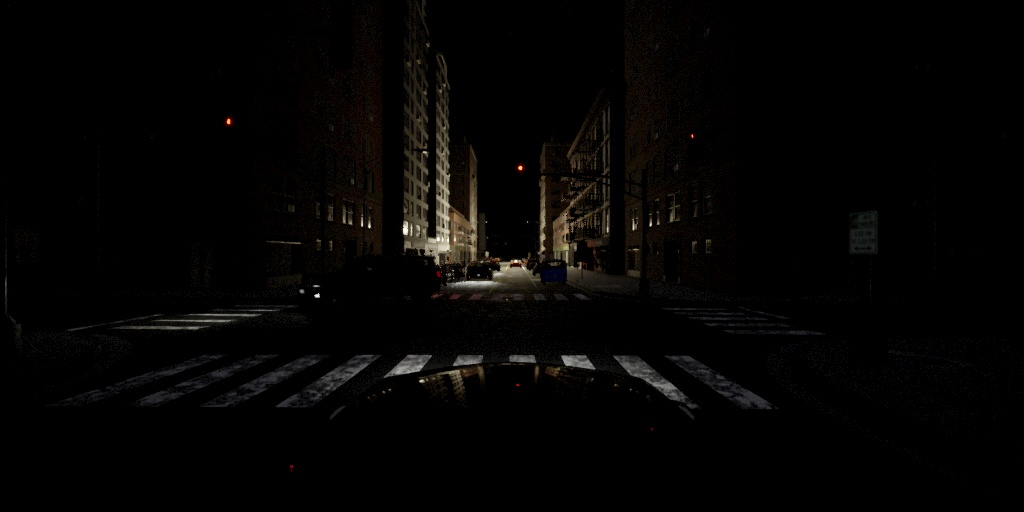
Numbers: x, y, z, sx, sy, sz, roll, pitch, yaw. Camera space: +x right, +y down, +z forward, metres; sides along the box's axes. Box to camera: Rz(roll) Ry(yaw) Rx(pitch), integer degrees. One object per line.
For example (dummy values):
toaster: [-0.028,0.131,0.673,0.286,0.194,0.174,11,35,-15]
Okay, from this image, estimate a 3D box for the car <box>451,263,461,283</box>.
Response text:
car: [-5.170,1.299,25.462,2.007,1.370,4.403,0,0,1]

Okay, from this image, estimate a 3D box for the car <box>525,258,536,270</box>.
car: [3.069,1.325,48.120,1.802,1.307,4.207,0,0,1]

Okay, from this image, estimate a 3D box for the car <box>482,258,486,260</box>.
car: [-4.957,1.268,48.019,1.751,1.417,4.829,0,0,1]

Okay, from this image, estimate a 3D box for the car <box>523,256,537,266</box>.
car: [3.123,1.054,53.801,2.192,1.841,5.009,0,0,1]

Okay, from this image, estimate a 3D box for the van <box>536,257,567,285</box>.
van: [2.855,1.089,25.395,1.690,1.789,3.998,0,0,1]

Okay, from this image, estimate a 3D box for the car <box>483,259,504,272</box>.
car: [-2.431,1.345,45.239,1.895,1.301,4.718,0,0,1]

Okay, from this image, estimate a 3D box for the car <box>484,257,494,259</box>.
car: [-4.795,1.296,65.234,1.948,1.339,4.313,0,0,1]

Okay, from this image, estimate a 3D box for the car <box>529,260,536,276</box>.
car: [2.962,1.329,36.757,1.802,1.307,4.207,0,0,1]

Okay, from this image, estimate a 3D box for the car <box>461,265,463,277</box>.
car: [-5.116,1.293,31.144,1.888,1.381,4.507,0,0,1]

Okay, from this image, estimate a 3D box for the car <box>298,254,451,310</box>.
car: [-5.613,0.949,14.940,5.566,2.045,2.150,1,1,-44]

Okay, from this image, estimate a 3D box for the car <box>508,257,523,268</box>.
car: [0.639,1.336,59.078,1.895,1.301,4.718,0,0,1]

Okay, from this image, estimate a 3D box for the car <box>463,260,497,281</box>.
car: [-2.591,1.310,29.873,1.994,1.385,4.181,0,0,1]
